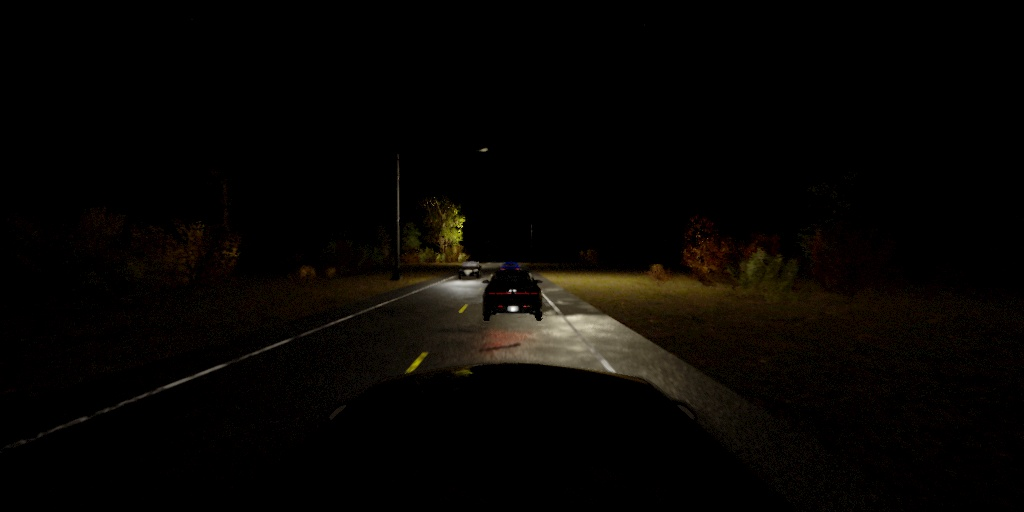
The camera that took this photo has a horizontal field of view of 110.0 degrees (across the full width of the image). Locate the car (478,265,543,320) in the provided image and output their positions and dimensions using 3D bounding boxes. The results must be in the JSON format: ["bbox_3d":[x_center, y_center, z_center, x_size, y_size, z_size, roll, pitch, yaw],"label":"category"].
[{"bbox_3d":[0.018,1.246,12.606,1.837,1.490,4.892,0,0,0],"label":"car"}]

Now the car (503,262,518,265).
[{"bbox_3d":[-0.142,1.252,32.415,1.812,1.442,4.674,0,0,0],"label":"car"}]

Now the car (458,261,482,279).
[{"bbox_3d":[-3.744,1.222,32.583,2.128,1.511,4.902,0,0,0],"label":"car"}]
